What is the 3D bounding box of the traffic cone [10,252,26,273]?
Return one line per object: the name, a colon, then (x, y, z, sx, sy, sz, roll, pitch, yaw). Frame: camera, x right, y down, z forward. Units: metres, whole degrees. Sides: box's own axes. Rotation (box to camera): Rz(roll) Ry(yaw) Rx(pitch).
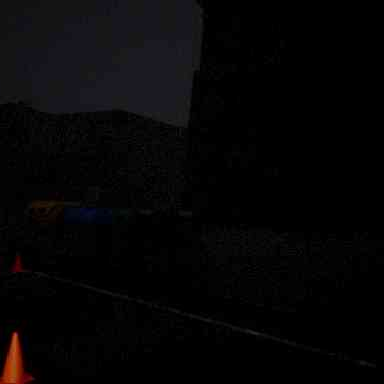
traffic cone: (-5.298, 2.140, 10.164, 0.340, 0.580, 0.340, 0, -2, 41)
